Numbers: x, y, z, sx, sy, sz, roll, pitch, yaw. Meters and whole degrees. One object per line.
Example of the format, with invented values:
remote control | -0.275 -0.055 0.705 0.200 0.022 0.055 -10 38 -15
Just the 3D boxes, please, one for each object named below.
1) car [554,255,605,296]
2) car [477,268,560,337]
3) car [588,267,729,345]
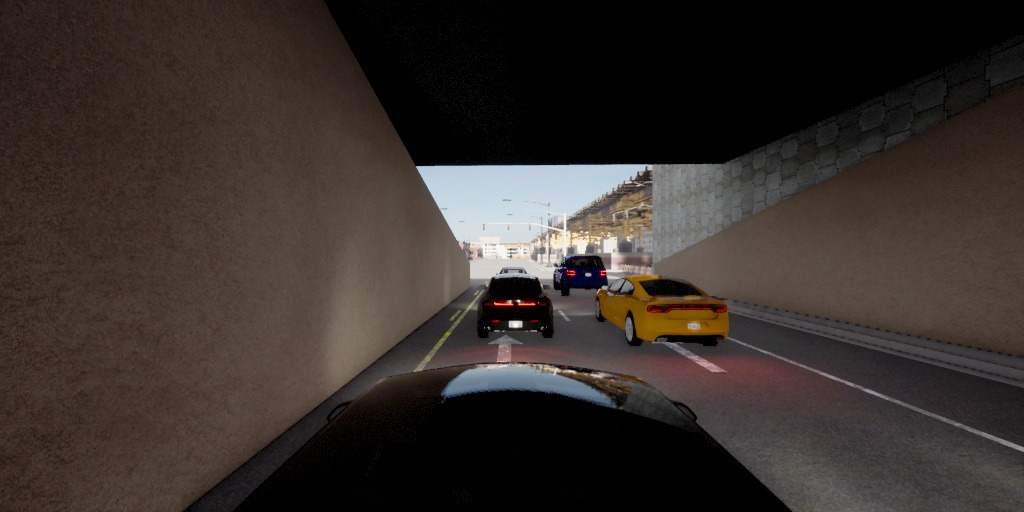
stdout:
car | 3.569 0.971 19.484 2.150 2.045 5.566 0 0 0
car | 0.076 1.255 10.313 1.837 1.490 4.892 0 0 0
car | 3.574 1.228 9.515 1.882 1.535 5.008 0 0 0
